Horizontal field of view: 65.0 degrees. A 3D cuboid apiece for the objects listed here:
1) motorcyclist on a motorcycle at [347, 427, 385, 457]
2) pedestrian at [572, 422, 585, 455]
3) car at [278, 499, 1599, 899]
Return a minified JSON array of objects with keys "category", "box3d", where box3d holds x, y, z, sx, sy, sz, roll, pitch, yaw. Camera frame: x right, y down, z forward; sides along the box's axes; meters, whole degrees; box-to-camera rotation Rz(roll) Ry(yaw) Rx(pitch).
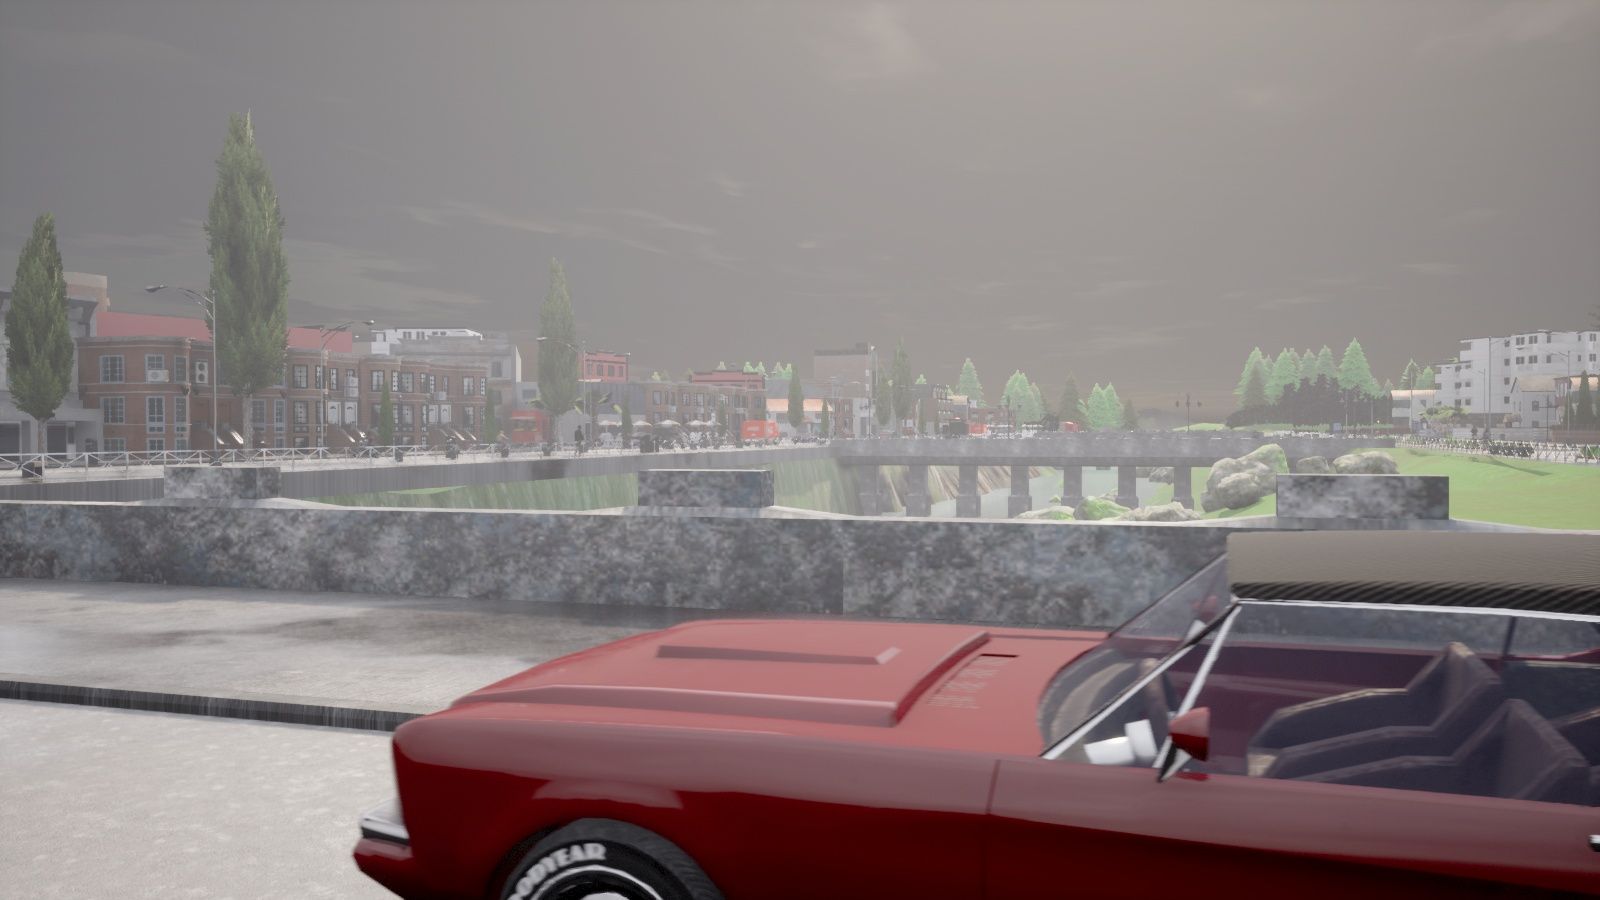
[{"category":"motorcyclist on a motorcycle","box3d":[-24.996,-0.475,72.332,0.766,1.649,2.350,1,1,19]},{"category":"pedestrian","box3d":[-12.410,-0.639,70.513,0.431,1.840,0.703,1,1,19]},{"category":"car","box3d":[1.225,0.879,3.305,4.718,1.301,1.895,1,1,19]}]
